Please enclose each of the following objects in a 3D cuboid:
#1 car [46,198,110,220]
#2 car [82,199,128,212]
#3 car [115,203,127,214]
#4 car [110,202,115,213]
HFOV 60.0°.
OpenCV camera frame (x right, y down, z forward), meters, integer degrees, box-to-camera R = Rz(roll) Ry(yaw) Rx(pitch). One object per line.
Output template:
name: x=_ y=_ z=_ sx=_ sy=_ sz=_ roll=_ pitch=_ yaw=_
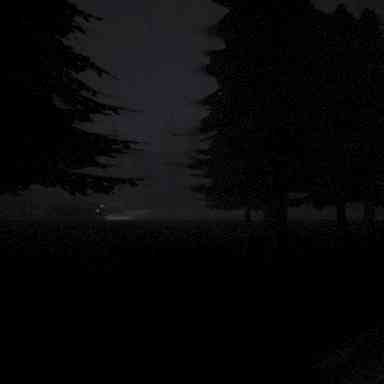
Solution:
car: x=-9.526 y=1.481 z=27.401 sx=4.674 sy=1.442 sz=1.812 roll=0 pitch=0 yaw=3
car: x=-9.865 y=1.524 z=37.934 sx=4.718 sy=1.301 sz=1.895 roll=0 pitch=0 yaw=3
car: x=-9.226 y=1.457 z=34.394 sx=4.674 sy=1.442 sz=1.812 roll=0 pitch=0 yaw=3
car: x=-9.911 y=1.297 z=30.924 sx=4.553 sy=1.767 sz=2.097 roll=0 pitch=0 yaw=3
